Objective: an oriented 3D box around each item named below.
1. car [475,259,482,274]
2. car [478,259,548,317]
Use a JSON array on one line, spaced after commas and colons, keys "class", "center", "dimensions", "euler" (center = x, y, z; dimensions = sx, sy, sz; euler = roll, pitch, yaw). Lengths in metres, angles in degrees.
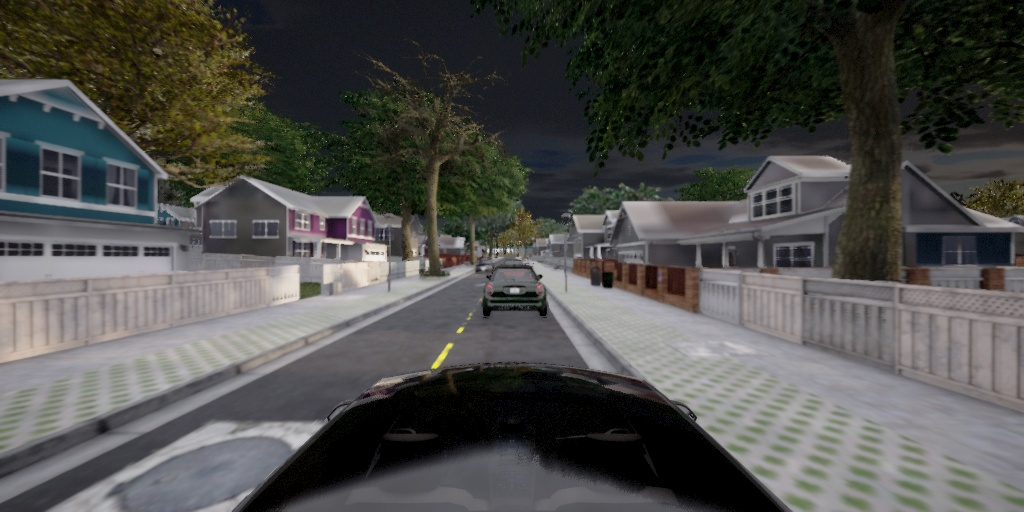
[{"class": "car", "center": [-2.839, 1.089, 38.268], "dimensions": [2.128, 1.511, 4.902], "euler": [0, 0, 0]}, {"class": "car", "center": [0.091, 1.074, 13.158], "dimensions": [2.097, 1.767, 4.553], "euler": [0, 0, 0]}]
